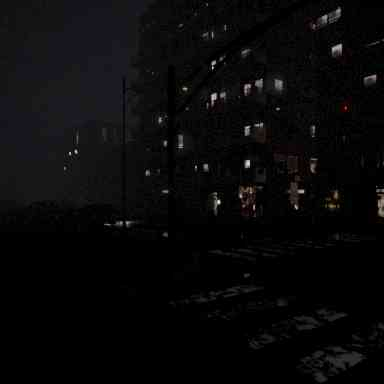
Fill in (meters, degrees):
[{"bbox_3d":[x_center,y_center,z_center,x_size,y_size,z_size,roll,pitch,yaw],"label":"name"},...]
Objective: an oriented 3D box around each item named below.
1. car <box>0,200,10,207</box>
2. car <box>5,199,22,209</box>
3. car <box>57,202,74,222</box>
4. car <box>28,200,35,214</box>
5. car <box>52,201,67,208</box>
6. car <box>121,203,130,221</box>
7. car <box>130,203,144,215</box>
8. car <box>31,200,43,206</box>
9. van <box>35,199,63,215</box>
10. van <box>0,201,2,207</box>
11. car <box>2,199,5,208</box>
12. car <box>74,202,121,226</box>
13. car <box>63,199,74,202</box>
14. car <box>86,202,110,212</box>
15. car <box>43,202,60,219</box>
[{"bbox_3d":[-42.714,2.666,75.674,1.752,1.417,4.829,-1,0,-35],"label":"car"},{"bbox_3d":[-33.197,2.365,62.313,1.967,1.590,4.097,-1,0,-35],"label":"car"},{"bbox_3d":[-10.656,1.934,30.677,1.752,1.417,4.829,-1,0,-35],"label":"car"},{"bbox_3d":[-20.374,2.073,44.314,1.967,1.590,4.097,-1,0,-35],"label":"car"},{"bbox_3d":[-26.567,2.462,66.591,1.887,1.381,4.507,-1,0,-35],"label":"car"},{"bbox_3d":[-7.943,1.917,31.307,1.837,1.490,4.892,0,0,-35],"label":"car"},{"bbox_3d":[-7.444,2.006,39.749,1.752,1.417,4.829,-1,0,-35],"label":"car"},{"bbox_3d":[-39.382,2.773,84.578,1.947,1.339,4.313,-1,0,-35],"label":"car"},{"bbox_3d":[-17.170,1.900,39.815,1.690,1.788,3.998,-1,0,-35],"label":"van"},{"bbox_3d":[-39.610,2.411,71.313,1.690,1.788,3.998,-1,0,-35],"label":"van"},{"bbox_3d":[-36.401,2.542,66.813,1.887,1.381,4.507,-1,0,-35],"label":"car"},{"bbox_3d":[-7.551,1.777,26.316,1.967,1.590,4.097,-1,0,-35],"label":"car"},{"bbox_3d":[-23.368,2.160,62.094,2.192,1.841,5.009,-1,0,-35],"label":"car"},{"bbox_3d":[-13.752,2.192,48.604,1.947,1.339,4.313,-1,0,-35],"label":"car"},{"bbox_3d":[-13.960,2.036,35.314,2.008,1.369,4.403,-1,0,-35],"label":"car"}]
